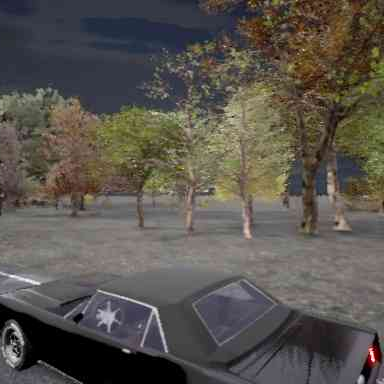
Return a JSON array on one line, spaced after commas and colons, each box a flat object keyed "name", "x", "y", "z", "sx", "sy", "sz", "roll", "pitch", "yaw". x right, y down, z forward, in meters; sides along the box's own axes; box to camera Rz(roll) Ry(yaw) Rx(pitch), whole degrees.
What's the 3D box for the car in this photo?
[{"name": "car", "x": -0.496, "y": 1.611, "z": 4.041, "sx": 4.718, "sy": 1.301, "sz": 1.895, "roll": 0, "pitch": 0, "yaw": 36}]
